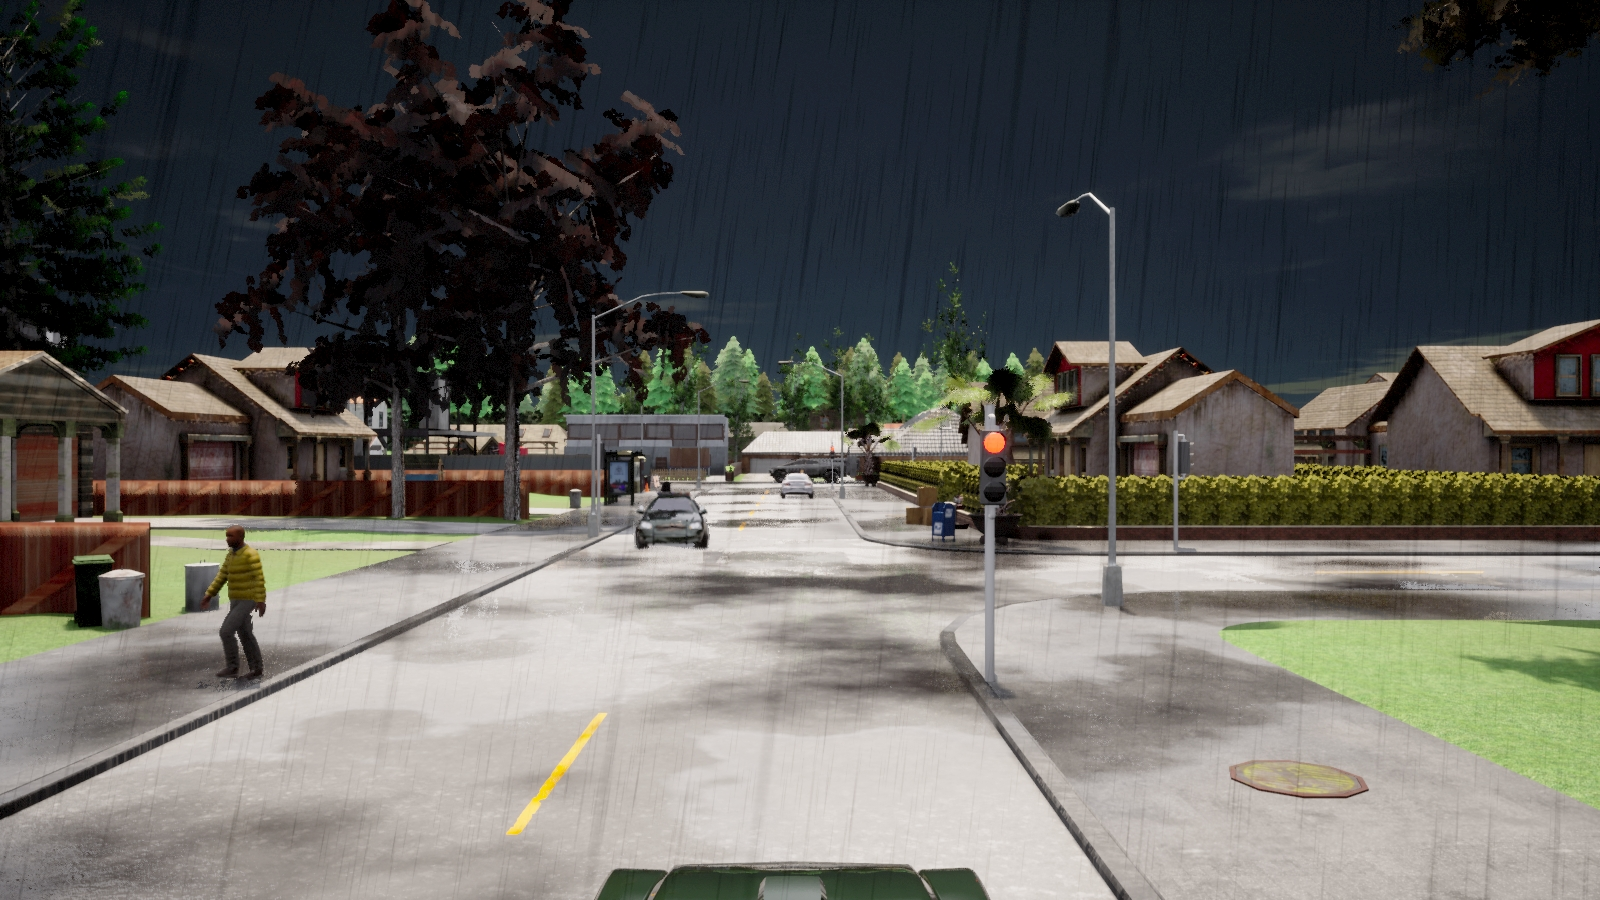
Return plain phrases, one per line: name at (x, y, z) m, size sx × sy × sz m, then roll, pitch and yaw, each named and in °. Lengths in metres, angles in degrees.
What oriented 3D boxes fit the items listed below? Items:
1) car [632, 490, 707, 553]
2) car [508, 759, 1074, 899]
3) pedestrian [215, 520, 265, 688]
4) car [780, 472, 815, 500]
car at (-3.772, 2.037, 33.765) m, size 2.038 × 1.542 × 4.974 m, roll 1°, pitch 0°, yaw -5°
car at (-0.028, 2.155, 3.193) m, size 1.895 × 1.301 × 4.718 m, roll 0°, pitch 0°, yaw 0°
pedestrian at (-6.430, 1.746, 13.125) m, size 0.375 × 1.860 × 0.375 m, roll 0°, pitch 0°, yaw 34°
car at (-0.164, 2.081, 66.907) m, size 2.002 × 1.442 × 4.674 m, roll 0°, pitch 0°, yaw 0°
